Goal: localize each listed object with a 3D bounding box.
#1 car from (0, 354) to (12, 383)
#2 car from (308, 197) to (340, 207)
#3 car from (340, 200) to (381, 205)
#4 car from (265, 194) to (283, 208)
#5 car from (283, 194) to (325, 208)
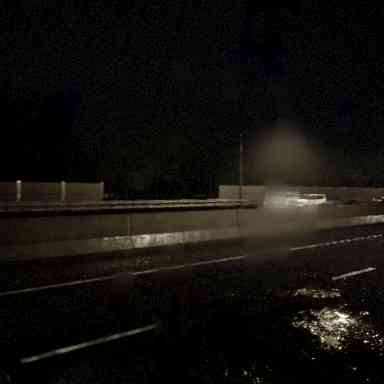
[{"bbox_3d":[-3.639,1.546,1.272,5.357,1.411,2.033,0,0,-35],"label":"car"},{"bbox_3d":[15.555,1.603,36.699,5.357,1.411,2.033,0,0,-36],"label":"car"},{"bbox_3d":[17.630,1.532,33.882,5.008,1.535,1.882,0,0,-36],"label":"car"},{"bbox_3d":[11.843,1.281,42.647,5.566,2.045,2.150,0,0,-36],"label":"car"},{"bbox_3d":[13.943,1.281,39.847,5.566,2.045,2.150,1,0,-36],"label":"car"}]
